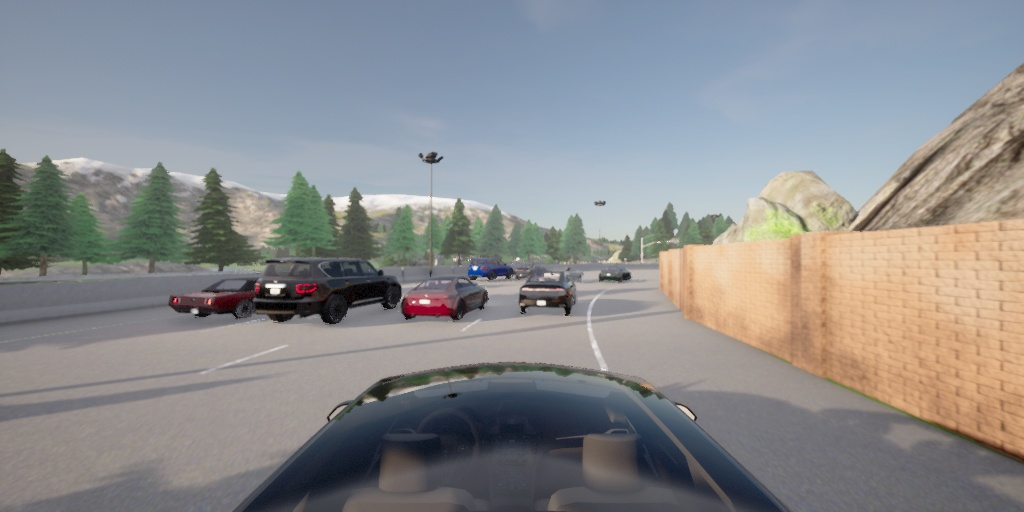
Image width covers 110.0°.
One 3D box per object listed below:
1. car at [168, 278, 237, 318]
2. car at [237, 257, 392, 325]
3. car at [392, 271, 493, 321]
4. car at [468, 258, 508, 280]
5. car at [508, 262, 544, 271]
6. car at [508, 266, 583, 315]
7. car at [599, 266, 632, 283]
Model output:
[{"bbox_3d":[-9.424,1.450,13.338,1.895,1.301,4.718,0,0,12],"label":"car"},{"bbox_3d":[-6.039,1.067,12.568,2.150,2.045,5.566,0,0,11],"label":"car"},{"bbox_3d":[-2.295,1.412,13.146,1.994,1.385,4.181,0,0,12],"label":"car"},{"bbox_3d":[-1.944,1.245,33.769,2.150,2.045,5.566,0,-1,29],"label":"car"},{"bbox_3d":[2.017,1.512,33.556,2.128,1.511,4.902,0,-1,30],"label":"car"},{"bbox_3d":[1.534,1.350,14.253,2.128,1.511,4.902,0,0,13],"label":"car"},{"bbox_3d":[9.233,1.570,31.946,1.994,1.385,4.181,0,-1,32],"label":"car"}]
